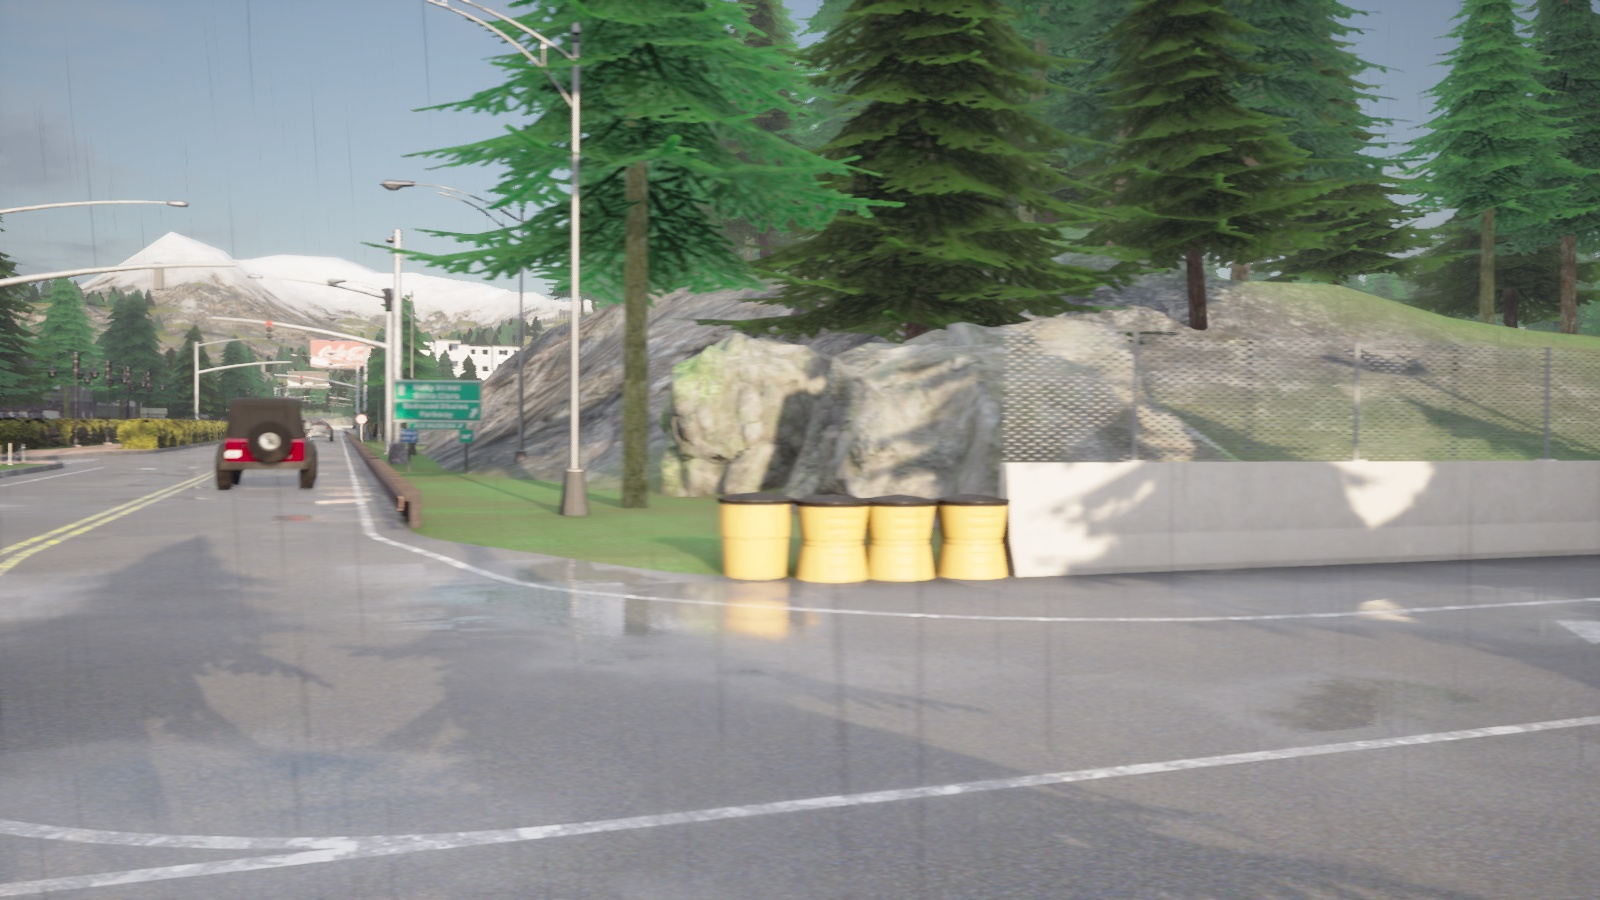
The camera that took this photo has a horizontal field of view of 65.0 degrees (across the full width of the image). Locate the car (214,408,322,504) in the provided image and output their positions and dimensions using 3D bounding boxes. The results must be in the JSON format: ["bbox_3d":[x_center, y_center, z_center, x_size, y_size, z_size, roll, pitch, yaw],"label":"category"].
[{"bbox_3d":[-11.325,0.084,26.937,1.905,1.878,3.866,-1,1,-20],"label":"car"}]
